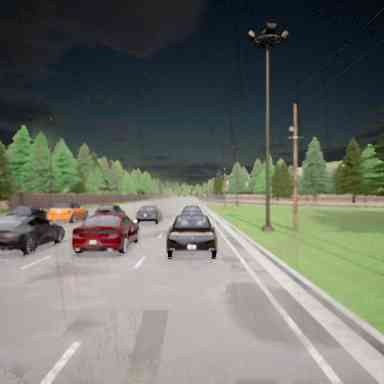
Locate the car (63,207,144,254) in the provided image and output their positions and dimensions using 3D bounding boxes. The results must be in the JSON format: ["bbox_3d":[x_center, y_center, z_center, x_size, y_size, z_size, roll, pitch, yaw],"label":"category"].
[{"bbox_3d":[-3.484,1.633,14.217,1.882,1.535,5.008,0,0,0],"label":"car"}]

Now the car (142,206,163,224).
[{"bbox_3d":[-3.506,1.847,27.489,2.033,1.411,5.357,0,-1,0],"label":"car"}]

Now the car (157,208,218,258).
[{"bbox_3d":[0.010,1.641,13.485,2.128,1.511,4.902,0,0,0],"label":"car"}]

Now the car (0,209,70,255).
[{"bbox_3d":[-6.986,1.678,13.882,1.812,1.442,4.674,0,0,0],"label":"car"}]

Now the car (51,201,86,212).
[{"bbox_3d":[-10.496,1.661,28.404,2.097,1.767,4.553,0,-1,0],"label":"car"}]

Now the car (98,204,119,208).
[{"bbox_3d":[-6.996,1.818,28.484,1.837,1.490,4.892,0,0,0],"label":"car"}]

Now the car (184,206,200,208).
[{"bbox_3d":[-0.006,1.847,27.491,2.033,1.411,5.357,0,-1,0],"label":"car"}]

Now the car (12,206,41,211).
[{"bbox_3d":[-13.997,1.876,28.511,1.994,1.385,4.181,0,-1,1],"label":"car"}]
